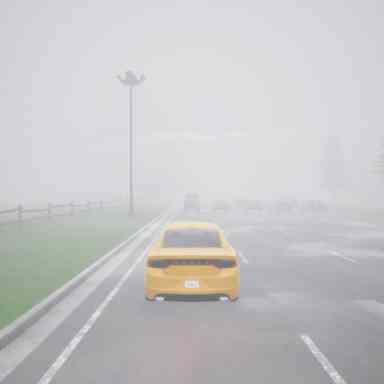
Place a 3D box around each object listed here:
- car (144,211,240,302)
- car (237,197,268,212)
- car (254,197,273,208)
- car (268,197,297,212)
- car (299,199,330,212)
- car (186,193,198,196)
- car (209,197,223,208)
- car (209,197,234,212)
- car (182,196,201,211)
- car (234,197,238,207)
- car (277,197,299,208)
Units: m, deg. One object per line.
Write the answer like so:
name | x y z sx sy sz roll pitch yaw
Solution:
car | -0.002 1.478 8.351 1.882 1.535 5.008 0 0 0
car | 6.997 1.547 39.083 2.033 1.411 5.357 0 0 0
car | 10.490 1.526 49.214 1.812 1.442 4.674 0 0 0
car | 10.496 1.526 39.162 1.812 1.442 4.674 0 0 0
car | 13.989 1.547 38.220 2.033 1.411 5.357 0 0 0
car | -0.013 1.221 48.807 2.150 2.045 5.566 0 0 0
car | 3.493 1.526 49.680 1.812 1.442 4.674 0 0 0
car | 3.498 1.564 39.646 1.994 1.385 4.181 0 0 0
car | -0.009 1.505 38.375 1.837 1.490 4.892 0 0 0
car | 6.993 1.491 49.405 2.128 1.511 4.902 0 0 0
car | 13.988 1.505 48.825 1.837 1.490 4.892 0 0 0
